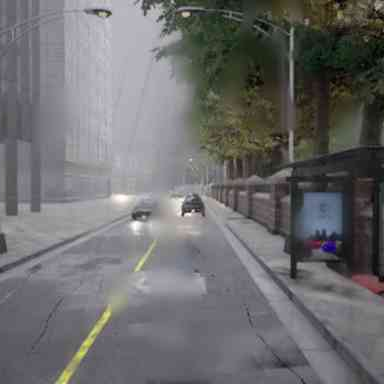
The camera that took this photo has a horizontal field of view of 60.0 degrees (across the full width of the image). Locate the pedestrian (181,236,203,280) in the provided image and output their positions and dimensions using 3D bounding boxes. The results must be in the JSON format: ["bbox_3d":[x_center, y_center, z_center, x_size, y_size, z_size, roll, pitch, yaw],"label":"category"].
[{"bbox_3d":[-0.022,1.176,8.051,0.375,1.860,0.375,0,1,-15],"label":"pedestrian"}]

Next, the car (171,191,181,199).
[{"bbox_3d":[-3.005,0.545,65.971,1.812,1.442,4.674,0,1,1],"label":"car"}]

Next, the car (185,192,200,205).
[{"bbox_3d":[0.101,0.823,44.827,1.882,1.535,5.008,0,1,0],"label":"car"}]

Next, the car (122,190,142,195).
[{"bbox_3d":[-14.912,0.157,82.972,4.829,1.417,1.752,1,0,0],"label":"car"}]

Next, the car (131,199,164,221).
[{"bbox_3d":[-3.094,1.199,24.095,2.033,1.411,5.357,0,1,0],"label":"car"}]

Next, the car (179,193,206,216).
[{"bbox_3d":[0.094,1.110,27.387,1.837,1.490,4.892,0,1,0],"label":"car"}]

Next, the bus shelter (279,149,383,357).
[{"bbox_3d":[3.138,0.782,6.325,1.920,2.740,3.880,0,1,0],"label":"bus shelter"}]
